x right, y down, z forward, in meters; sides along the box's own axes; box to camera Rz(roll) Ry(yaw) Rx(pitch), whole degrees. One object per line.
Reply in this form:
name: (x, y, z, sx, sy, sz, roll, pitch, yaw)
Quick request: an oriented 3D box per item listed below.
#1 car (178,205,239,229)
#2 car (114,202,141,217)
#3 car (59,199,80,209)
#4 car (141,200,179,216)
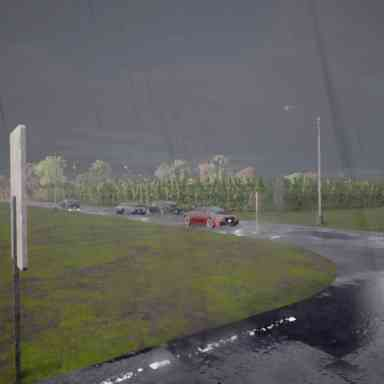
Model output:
car: (1.216, 1.635, 22.494, 1.994, 1.385, 4.181, -1, 0, -35)
car: (-6.175, 1.682, 32.915, 1.994, 1.385, 4.181, -1, 0, -36)
car: (-18.499, 1.746, 50.076, 2.033, 1.411, 5.357, -1, 0, -36)
car: (-2.925, 1.587, 33.257, 1.837, 1.490, 4.892, -1, 0, -35)
